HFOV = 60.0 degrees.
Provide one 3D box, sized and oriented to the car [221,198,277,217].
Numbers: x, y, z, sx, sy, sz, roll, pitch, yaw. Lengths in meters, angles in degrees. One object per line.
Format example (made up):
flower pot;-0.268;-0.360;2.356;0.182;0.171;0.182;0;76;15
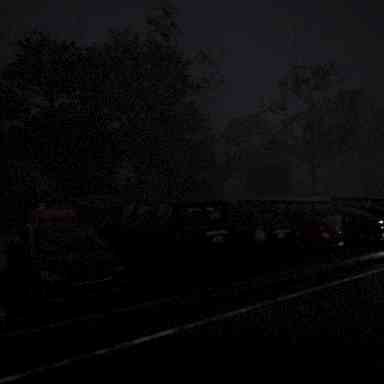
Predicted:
car;5.055;1.348;30.072;2.163;1.488;4.792;0;0;-36

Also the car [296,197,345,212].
car;14.002;1.295;36.498;2.002;1.452;4.674;0;0;-36

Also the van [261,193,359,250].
van;3.692;1.166;12.919;1.878;1.987;4.442;0;0;-36

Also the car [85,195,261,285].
car;-0.956;1.182;9.782;2.435;2.045;5.566;-1;0;-35

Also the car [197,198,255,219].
car;2.775;1.337;28.472;2.097;1.535;5.008;0;0;-36

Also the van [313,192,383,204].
van;8.120;1.129;16.366;1.878;1.987;4.442;0;0;-36

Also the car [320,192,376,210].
car;18.548;0.983;39.714;2.435;2.045;5.566;0;0;-36

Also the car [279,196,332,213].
car;11.839;1.269;34.948;2.097;1.535;5.008;0;0;-36

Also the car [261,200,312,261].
car;1.360;1.285;11.360;2.185;1.767;4.553;0;0;-36

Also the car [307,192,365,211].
car;16.383;0.992;38.166;2.435;2.045;5.566;0;0;-36

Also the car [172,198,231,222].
car;0.613;1.352;26.706;1.946;1.575;5.366;0;0;-36

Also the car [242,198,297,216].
car;7.288;1.329;31.738;2.163;1.488;4.792;0;0;-36

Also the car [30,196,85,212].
car;-8.544;1.307;20.363;2.185;1.767;4.553;-1;0;-35

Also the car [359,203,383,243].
car;5.911;1.374;14.639;2.231;1.521;4.892;0;0;-36

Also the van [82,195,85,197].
van;-6.366;1.185;22.096;1.878;1.987;4.442;-1;0;-35

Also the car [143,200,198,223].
car;-1.760;1.414;25.237;2.002;1.452;4.674;0;0;-36

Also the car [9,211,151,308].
car;-3.226;1.456;8.138;2.231;1.521;4.892;-1;0;-35
